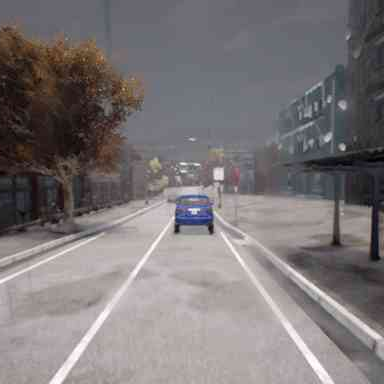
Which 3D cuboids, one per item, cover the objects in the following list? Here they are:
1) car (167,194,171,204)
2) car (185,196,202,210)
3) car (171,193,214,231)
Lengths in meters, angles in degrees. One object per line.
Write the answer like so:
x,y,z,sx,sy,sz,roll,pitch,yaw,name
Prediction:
-2.889,1.023,52.538,1.837,1.490,4.892,0,1,1,car
0.190,1.241,38.474,1.812,1.442,4.674,0,1,0,car
0.121,1.153,20.030,2.150,2.045,5.566,0,0,0,car
